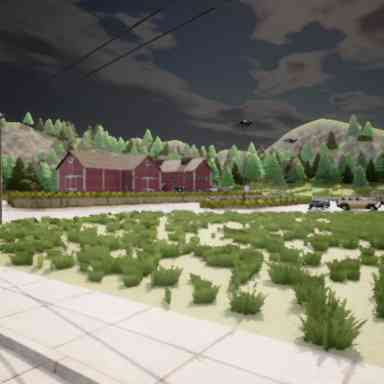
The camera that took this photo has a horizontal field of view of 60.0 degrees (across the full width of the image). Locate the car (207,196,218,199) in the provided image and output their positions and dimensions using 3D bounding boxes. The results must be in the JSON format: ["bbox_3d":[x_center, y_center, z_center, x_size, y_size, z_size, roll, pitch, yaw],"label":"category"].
[{"bbox_3d":[4.070,1.457,55.933,1.882,1.535,5.008,0,0,35],"label":"car"}]

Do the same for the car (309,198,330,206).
[{"bbox_3d":[16.721,1.496,43.526,1.837,1.490,4.892,1,0,35],"label":"car"}]

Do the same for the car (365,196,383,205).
[{"bbox_3d":[31.952,1.515,56.928,3.905,1.438,1.784,0,0,35],"label":"car"}]

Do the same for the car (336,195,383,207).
[{"bbox_3d":[19.186,1.305,38.424,4.605,1.855,1.932,0,0,35],"label":"car"}]
